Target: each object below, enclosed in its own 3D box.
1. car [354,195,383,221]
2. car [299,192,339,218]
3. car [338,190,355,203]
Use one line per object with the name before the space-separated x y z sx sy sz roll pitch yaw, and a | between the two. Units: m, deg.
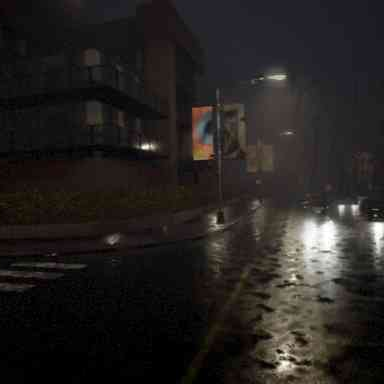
car | 11.341 0.916 19.940 1.994 1.385 4.181 -1 1 17
car | 8.432 0.878 22.664 2.128 1.511 4.902 -1 1 18
car | 16.073 0.541 35.041 1.994 1.385 4.181 -1 1 18
